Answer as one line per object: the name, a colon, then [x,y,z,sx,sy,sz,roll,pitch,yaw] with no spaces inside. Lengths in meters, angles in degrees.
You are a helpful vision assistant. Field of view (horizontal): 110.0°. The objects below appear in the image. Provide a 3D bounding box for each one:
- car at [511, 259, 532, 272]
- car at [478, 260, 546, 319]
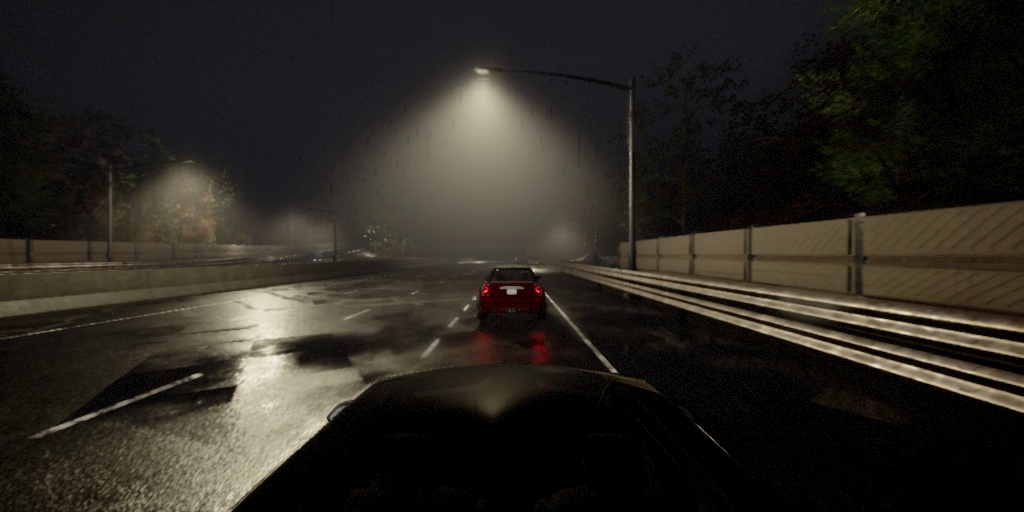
car: [1.277,1.198,45.490,2.128,1.511,4.902,0,-1,9]
car: [-0.004,1.086,12.841,2.097,1.767,4.553,0,0,0]
